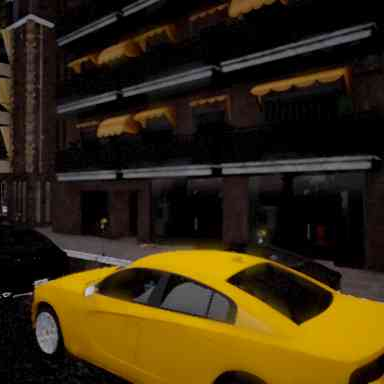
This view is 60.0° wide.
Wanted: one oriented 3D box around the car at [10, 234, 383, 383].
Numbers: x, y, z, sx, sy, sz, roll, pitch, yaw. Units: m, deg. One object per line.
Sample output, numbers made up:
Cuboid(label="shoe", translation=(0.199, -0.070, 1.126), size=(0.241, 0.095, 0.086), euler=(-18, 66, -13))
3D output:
Cuboid(label="car", translation=(-0.147, 1.510, 4.338), size=(5.008, 1.535, 1.882), euler=(0, -1, 36))

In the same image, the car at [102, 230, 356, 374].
Cuboid(label="car", translation=(0.505, 1.614, 6.219), size=(4.313, 1.339, 1.947), euler=(0, -1, 36))

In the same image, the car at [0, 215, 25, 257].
Cuboid(label="car", translation=(-8.612, 1.607, 12.890), size=(4.403, 1.369, 2.008), euler=(0, -1, 36))

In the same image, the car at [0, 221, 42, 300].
Cuboid(label="car", translation=(-4.922, 1.542, 7.971), size=(4.892, 1.490, 1.837), euler=(0, 0, 36))
